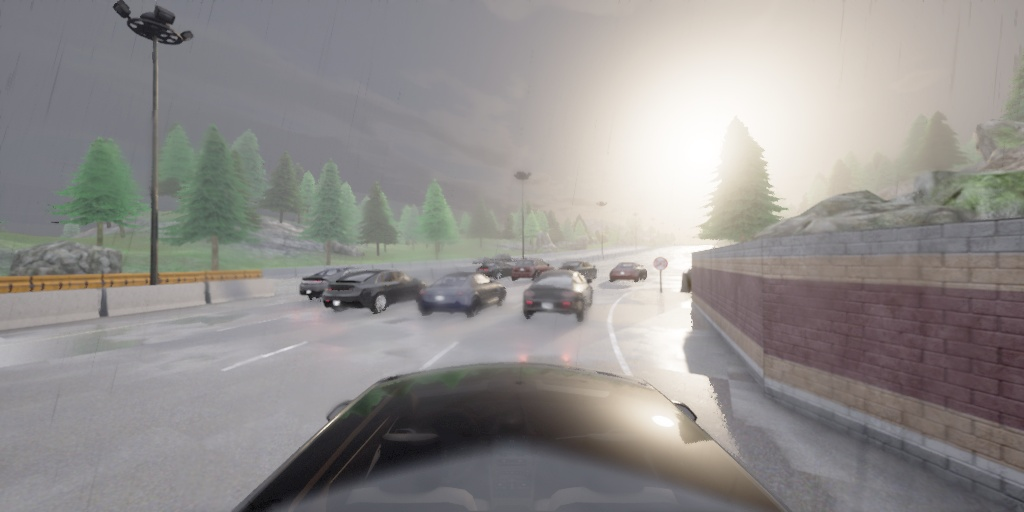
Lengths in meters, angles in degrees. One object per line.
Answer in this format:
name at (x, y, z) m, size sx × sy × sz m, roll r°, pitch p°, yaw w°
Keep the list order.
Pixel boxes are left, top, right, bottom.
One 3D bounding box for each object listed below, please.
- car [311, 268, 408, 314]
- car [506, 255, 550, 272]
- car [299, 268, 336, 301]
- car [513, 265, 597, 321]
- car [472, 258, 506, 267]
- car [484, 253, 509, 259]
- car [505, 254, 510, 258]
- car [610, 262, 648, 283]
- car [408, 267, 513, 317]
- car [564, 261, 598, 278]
car at (-5.035, 1.275, 14.070) m, size 1.837 × 1.490 × 4.892 m, roll -1°, pitch 0°, yaw 17°
car at (1.827, 1.012, 28.521) m, size 2.097 × 1.767 × 4.553 m, roll -1°, pitch 0°, yaw 30°
car at (-7.634, 1.295, 17.198) m, size 2.128 × 1.511 × 4.902 m, roll -1°, pitch 0°, yaw 20°
car at (1.665, 1.208, 12.124) m, size 1.812 × 1.442 × 4.674 m, roll -1°, pitch 0°, yaw 17°
car at (-1.113, 1.210, 30.424) m, size 1.837 × 1.490 × 4.892 m, roll -1°, pitch 1°, yaw 30°
car at (-2.109, 0.577, 63.966) m, size 2.150 × 2.045 × 5.566 m, roll -1°, pitch 1°, yaw 31°
car at (1.132, 0.828, 62.586) m, size 1.812 × 1.442 × 4.674 m, roll -1°, pitch 1°, yaw 30°
car at (8.537, 1.120, 26.132) m, size 1.994 × 1.385 × 4.181 m, roll -1°, pitch 0°, yaw 30°
car at (-1.661, 1.289, 13.158) m, size 1.994 × 1.385 × 4.181 m, roll -1°, pitch 0°, yaw 17°
car at (5.089, 1.118, 27.172) m, size 1.837 × 1.490 × 4.892 m, roll -1°, pitch 1°, yaw 30°
